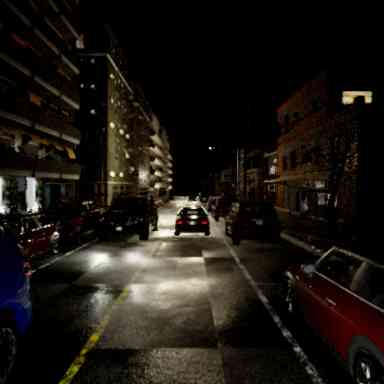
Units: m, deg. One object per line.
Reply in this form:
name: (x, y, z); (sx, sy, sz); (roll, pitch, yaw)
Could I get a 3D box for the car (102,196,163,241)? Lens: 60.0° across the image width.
car: (-3.042, 1.220, 17.074); (2.150, 2.045, 5.566); (0, 0, 2)

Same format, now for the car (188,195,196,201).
car: (0.077, 1.490, 79.789); (1.837, 1.490, 4.892); (0, 0, 0)

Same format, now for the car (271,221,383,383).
car: (2.677, 1.444, 4.786); (1.967, 1.590, 4.097); (-1, 0, 0)

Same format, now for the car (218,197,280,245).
car: (2.685, 1.319, 15.601); (2.192, 1.841, 5.009); (-1, 0, 0)

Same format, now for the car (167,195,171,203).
car: (-5.644, 1.515, 63.720); (1.752, 1.417, 4.829); (-1, 0, 0)

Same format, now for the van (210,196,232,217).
van: (2.702, 1.346, 31.823); (1.690, 1.788, 3.998); (-1, 0, 0)

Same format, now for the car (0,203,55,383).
car: (-3.098, 1.217, 2.024); (2.150, 2.045, 5.566); (0, 0, 0)

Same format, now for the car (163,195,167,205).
car: (-5.655, 1.432, 53.467); (1.967, 1.590, 4.097); (-1, 0, 0)

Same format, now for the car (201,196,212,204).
car: (2.705, 1.566, 63.932); (1.947, 1.339, 4.313); (-1, 0, 0)

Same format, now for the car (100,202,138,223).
car: (-5.680, 1.545, 26.431); (2.008, 1.369, 4.403); (-1, 0, 0)

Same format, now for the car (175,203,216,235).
car: (0.016, 1.548, 18.584); (2.033, 1.411, 5.357); (0, 0, 0)

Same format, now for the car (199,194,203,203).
car: (2.732, 1.561, 58.360); (2.008, 1.369, 4.403); (-1, 0, 0)

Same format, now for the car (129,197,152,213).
car: (-5.671, 1.434, 37.245); (1.967, 1.590, 4.097); (-1, 0, 0)

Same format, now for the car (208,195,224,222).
car: (2.696, 1.320, 26.416); (2.192, 1.841, 5.009); (-1, 0, 0)

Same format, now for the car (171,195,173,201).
car: (-5.639, 1.428, 69.470); (1.967, 1.590, 4.097); (-1, 0, 0)

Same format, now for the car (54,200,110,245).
car: (-5.694, 1.309, 15.617); (2.192, 1.841, 5.009); (-1, 0, 0)

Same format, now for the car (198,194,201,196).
car: (2.710, 1.565, 69.512); (1.947, 1.339, 4.313); (-1, 0, 0)

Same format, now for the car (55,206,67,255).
car: (-5.697, 1.434, 10.209); (1.967, 1.590, 4.097); (-1, 0, 0)

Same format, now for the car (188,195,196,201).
car: (0.087, 1.491, 90.205); (2.128, 1.511, 4.902); (0, 0, 0)

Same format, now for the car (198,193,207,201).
car: (2.722, 1.307, 86.251); (2.192, 1.841, 5.009); (-1, 0, 0)

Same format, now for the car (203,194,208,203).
car: (2.707, 1.319, 37.230); (2.192, 1.841, 5.009); (-1, 0, 0)
